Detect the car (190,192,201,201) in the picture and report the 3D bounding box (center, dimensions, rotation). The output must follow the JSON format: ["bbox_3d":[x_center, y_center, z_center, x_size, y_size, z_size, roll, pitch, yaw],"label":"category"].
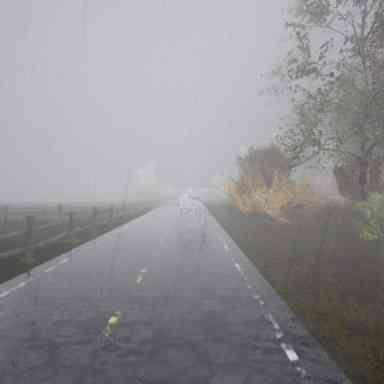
[{"bbox_3d":[0.975,1.302,75.901,1.882,1.535,5.008,0,0,0],"label":"car"}]

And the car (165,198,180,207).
[{"bbox_3d":[-2.820,1.514,48.803,1.895,1.301,4.718,0,0,0],"label":"car"}]
